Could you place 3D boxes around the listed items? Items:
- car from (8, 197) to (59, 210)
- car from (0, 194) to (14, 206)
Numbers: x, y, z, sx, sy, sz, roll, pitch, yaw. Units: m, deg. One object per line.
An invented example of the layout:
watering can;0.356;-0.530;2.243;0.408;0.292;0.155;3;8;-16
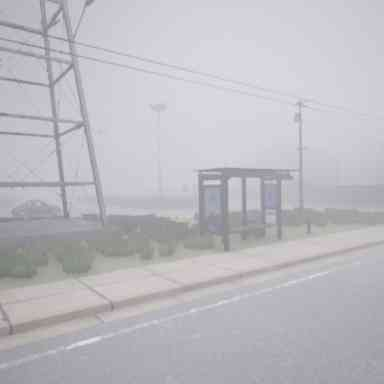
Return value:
car;-13.769;1.411;29.526;3.905;1.438;1.784;-1;1;-37
car;-27.488;1.221;47.334;4.605;1.855;1.932;-1;1;-37
